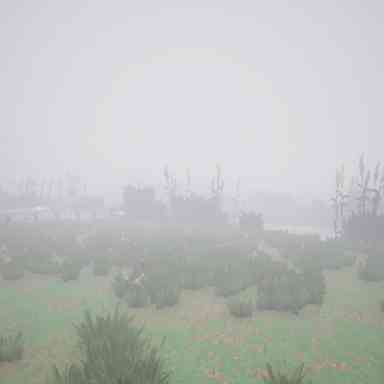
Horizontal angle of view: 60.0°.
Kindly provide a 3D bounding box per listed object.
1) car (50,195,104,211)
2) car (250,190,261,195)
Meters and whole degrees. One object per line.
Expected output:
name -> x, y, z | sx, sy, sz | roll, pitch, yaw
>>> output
car -> -10.407, 1.107, 30.325 | 1.837, 1.490, 4.892 | 0, 3, 41
car -> 10.286, 0.765, 47.464 | 2.150, 2.045, 5.566 | 0, -2, 44
